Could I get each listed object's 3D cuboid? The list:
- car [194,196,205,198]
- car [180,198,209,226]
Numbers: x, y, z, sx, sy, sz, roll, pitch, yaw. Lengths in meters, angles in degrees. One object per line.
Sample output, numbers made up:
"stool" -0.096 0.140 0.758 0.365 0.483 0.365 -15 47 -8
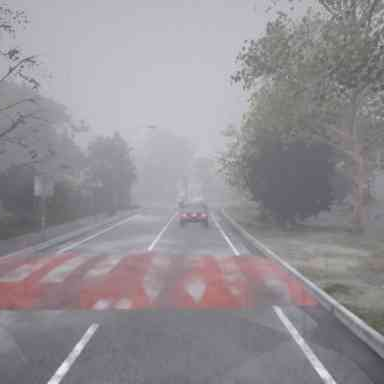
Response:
"car" 0.855 1.240 37.892 1.812 1.442 4.674 0 0 5
"car" 0.168 1.406 22.465 2.033 1.411 5.357 0 1 1
